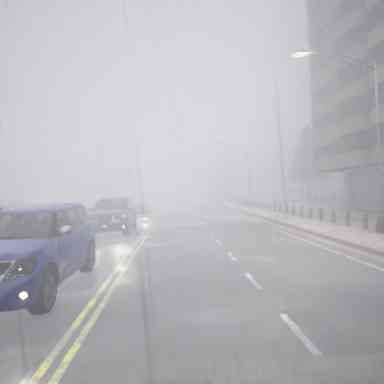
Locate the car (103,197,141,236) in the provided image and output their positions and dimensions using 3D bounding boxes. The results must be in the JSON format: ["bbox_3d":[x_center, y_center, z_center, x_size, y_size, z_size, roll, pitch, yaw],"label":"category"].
[{"bbox_3d":[-4.502,1.327,19.226,2.150,2.045,5.566,-2,0,-3],"label":"car"}]

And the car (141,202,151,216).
[{"bbox_3d":[-5.180,1.685,32.983,1.895,1.301,4.718,-2,0,-3],"label":"car"}]

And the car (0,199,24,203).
[{"bbox_3d":[-23.336,1.915,44.966,1.932,1.855,4.605,-2,0,-3],"label":"car"}]

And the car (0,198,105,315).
[{"bbox_3d":[-3.910,1.347,8.109,2.150,2.045,5.566,-2,0,-3],"label":"car"}]
